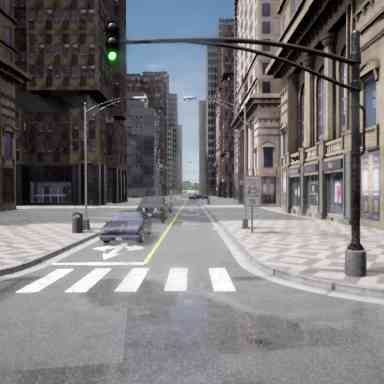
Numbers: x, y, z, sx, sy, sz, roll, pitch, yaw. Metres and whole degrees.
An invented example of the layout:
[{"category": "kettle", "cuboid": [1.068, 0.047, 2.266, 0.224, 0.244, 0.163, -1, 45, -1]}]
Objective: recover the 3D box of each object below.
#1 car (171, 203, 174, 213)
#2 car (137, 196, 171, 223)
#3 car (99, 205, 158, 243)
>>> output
[{"category": "car", "cuboid": [-3.127, 1.667, 37.376, 1.812, 1.442, 4.674, 0, 0, 0]}, {"category": "car", "cuboid": [-3.132, 1.335, 27.045, 2.150, 2.045, 5.566, 0, 0, -1]}, {"category": "car", "cuboid": [-3.124, 1.633, 16.826, 2.033, 1.411, 5.357, 0, 0, 0]}]
